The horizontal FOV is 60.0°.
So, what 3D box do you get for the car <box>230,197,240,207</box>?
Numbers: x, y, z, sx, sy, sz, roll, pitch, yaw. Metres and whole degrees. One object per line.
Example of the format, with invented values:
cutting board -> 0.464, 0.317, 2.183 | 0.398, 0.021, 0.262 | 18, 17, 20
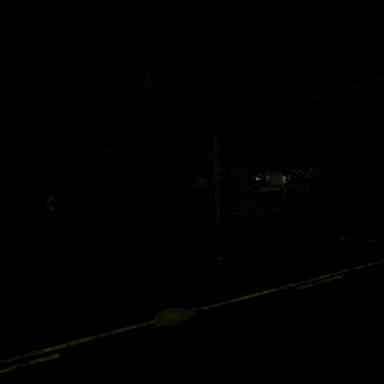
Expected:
car -> 4.518, 1.308, 46.502 | 1.837, 1.490, 4.892 | -1, 1, -37
